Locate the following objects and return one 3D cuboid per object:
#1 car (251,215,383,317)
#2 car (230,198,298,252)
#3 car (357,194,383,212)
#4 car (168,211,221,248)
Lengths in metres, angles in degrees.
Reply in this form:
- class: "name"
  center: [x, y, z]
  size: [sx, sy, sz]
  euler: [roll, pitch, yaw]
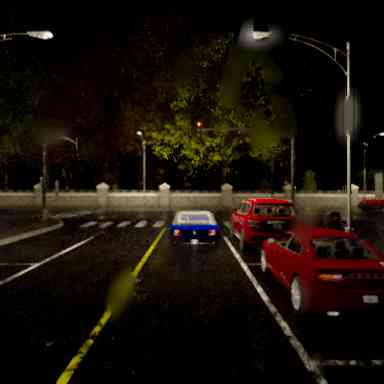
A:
- class: "car"
  center: [2.701, 1.456, 7.248]
  size: [1.887, 1.381, 4.507]
  euler: [1, 1, 0]
- class: "car"
  center: [2.703, 1.158, 12.941]
  size: [2.192, 1.841, 5.009]
  euler: [1, 1, 0]
- class: "car"
  center: [19.330, 1.080, 33.207]
  size: [5.009, 1.841, 2.192]
  euler: [0, -1, 0]
- class: "car"
  center: [0.095, 1.432, 13.904]
  size: [1.895, 1.301, 4.718]
  euler: [0, 1, 0]
